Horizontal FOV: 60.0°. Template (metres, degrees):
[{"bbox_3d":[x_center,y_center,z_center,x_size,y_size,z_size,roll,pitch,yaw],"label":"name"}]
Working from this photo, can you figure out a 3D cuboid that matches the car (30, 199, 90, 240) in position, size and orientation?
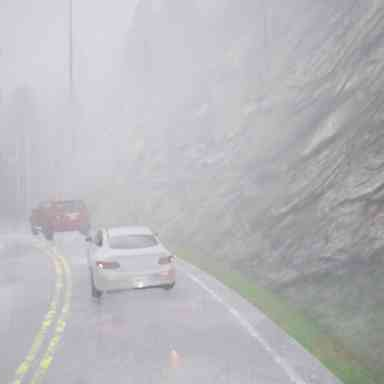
[{"bbox_3d":[-7.511,1.431,18.699,2.150,2.045,5.566,-3,0,-37],"label":"car"}]

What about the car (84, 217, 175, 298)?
[{"bbox_3d":[-1.753,1.578,8.733,1.812,1.442,4.674,-1,0,-19],"label":"car"}]
